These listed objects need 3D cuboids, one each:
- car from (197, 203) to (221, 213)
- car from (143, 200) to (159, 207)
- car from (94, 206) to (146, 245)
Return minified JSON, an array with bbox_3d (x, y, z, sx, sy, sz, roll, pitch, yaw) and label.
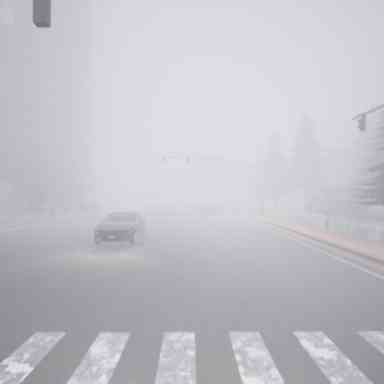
[{"bbox_3d":[2.368,2.158,46.205,1.895,1.301,4.718,0,-1,-18],"label":"car"},{"bbox_3d":[-8.532,2.338,69.084,1.812,1.442,4.674,0,-1,-34],"label":"car"},{"bbox_3d":[-3.510,1.709,16.937,1.882,1.535,5.008,0,-1,0],"label":"car"}]
